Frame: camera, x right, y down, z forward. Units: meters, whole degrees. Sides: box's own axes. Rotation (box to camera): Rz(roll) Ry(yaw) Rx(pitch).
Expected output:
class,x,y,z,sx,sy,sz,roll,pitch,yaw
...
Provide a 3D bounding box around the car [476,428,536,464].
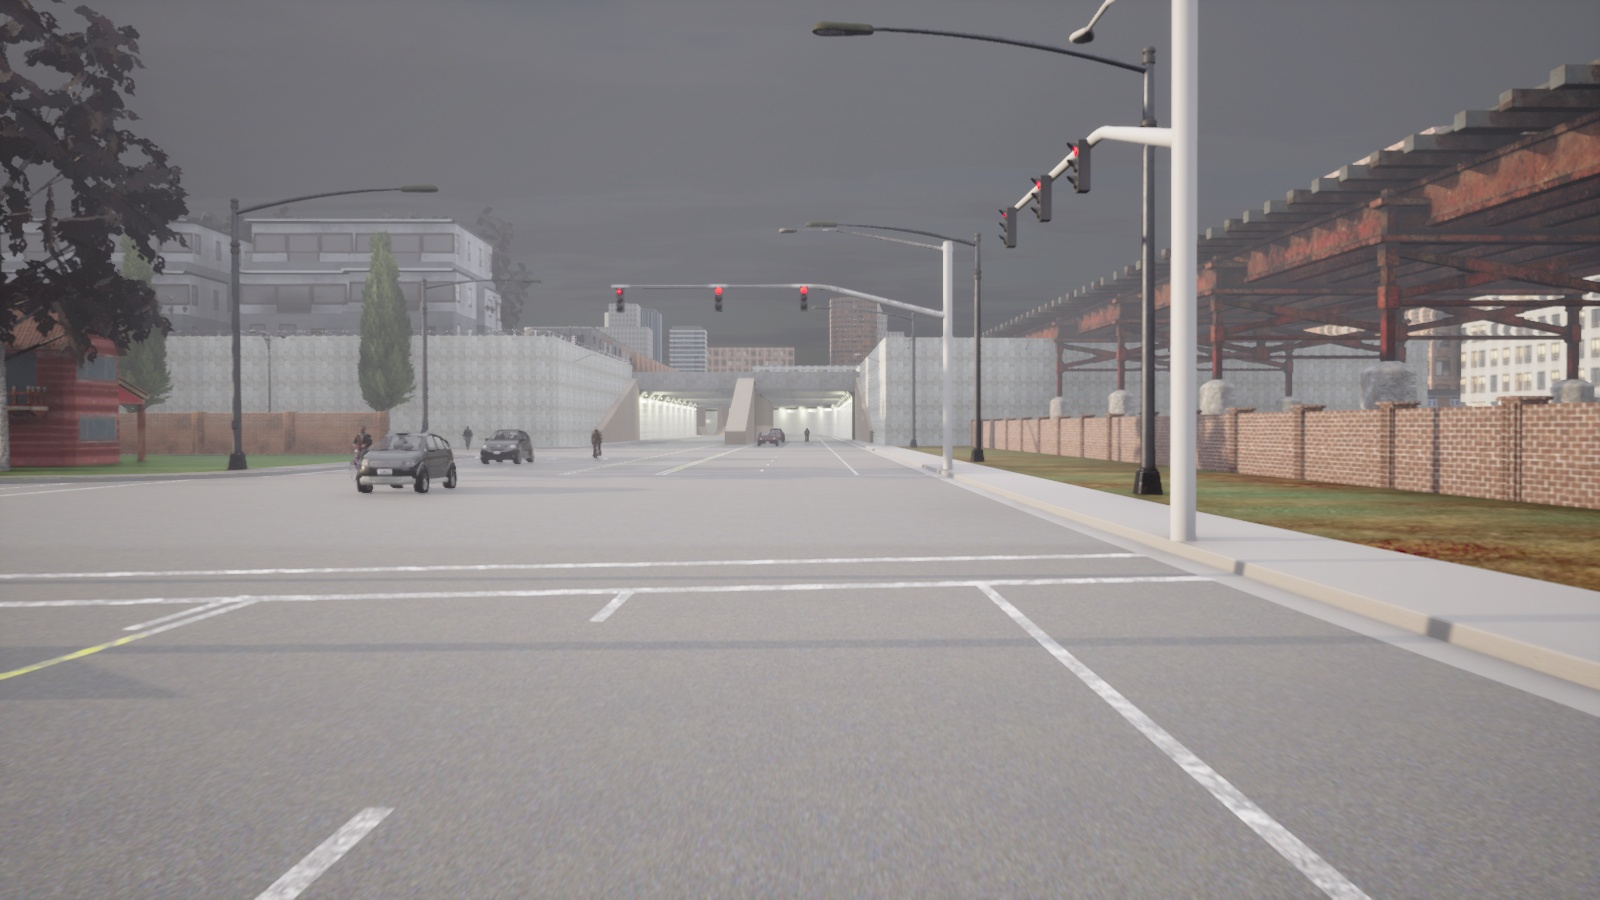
class,x,y,z,sx,sy,sz,roll,pitch,yaw
car,-13.663,-0.230,58.506,1.851,1.617,3.988,0,1,0

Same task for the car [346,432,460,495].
class,x,y,z,sx,sy,sz,roll,pitch,yaw
car,-10.305,0.308,32.894,1.789,1.549,3.705,0,1,0
